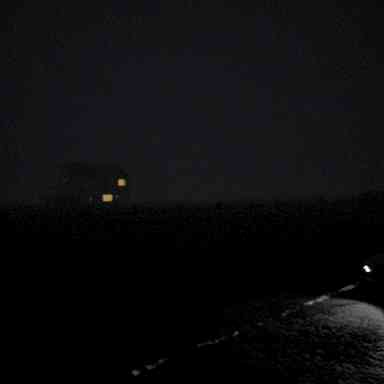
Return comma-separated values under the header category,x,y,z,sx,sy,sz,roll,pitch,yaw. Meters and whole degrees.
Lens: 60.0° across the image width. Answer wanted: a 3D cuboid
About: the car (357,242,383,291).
category,x,y,z,sx,sy,sz,roll,pitch,yaw
car,6.023,1.452,7.922,5.357,1.411,2.033,-1,0,-39
